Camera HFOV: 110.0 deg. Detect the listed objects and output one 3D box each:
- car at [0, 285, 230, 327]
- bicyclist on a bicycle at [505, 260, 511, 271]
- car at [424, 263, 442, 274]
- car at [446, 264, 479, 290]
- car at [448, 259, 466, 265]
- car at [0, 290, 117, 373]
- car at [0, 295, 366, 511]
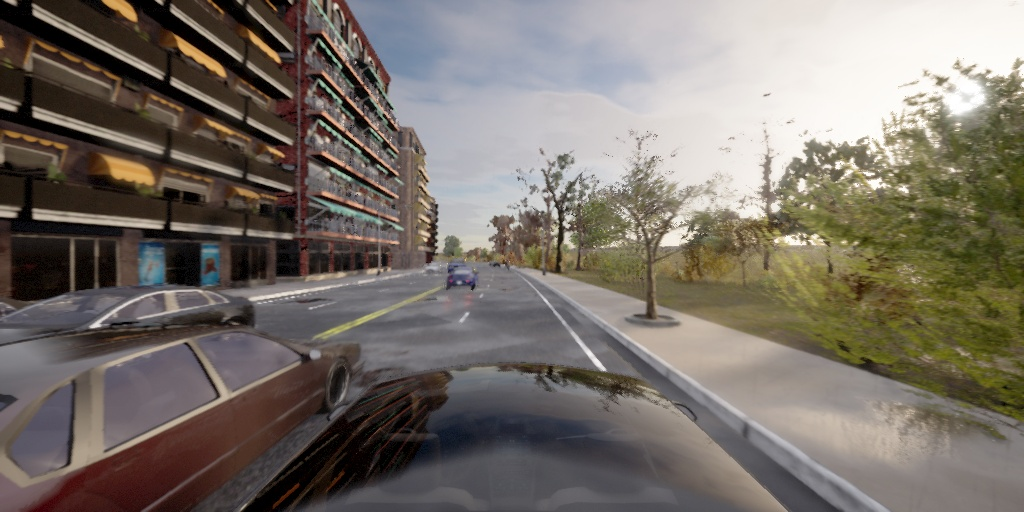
[{"bbox_3d":[-6.601,1.280,5.965,2.128,1.511,4.902,0,-1,0],"label":"car"},{"bbox_3d":[-0.475,1.670,56.410,0.866,1.612,1.509,0,-1,-3],"label":"bicyclist on a bicycle"},{"bbox_3d":[-10.792,1.703,49.287,1.812,1.442,4.674,0,-1,-3],"label":"car"},{"bbox_3d":[-3.262,1.479,24.266,1.812,1.442,4.674,0,-1,-1],"label":"car"},{"bbox_3d":[-7.551,1.399,49.607,2.150,2.045,5.566,0,0,-3],"label":"car"},{"bbox_3d":[-9.849,1.388,5.725,1.895,1.301,4.718,0,-1,0],"label":"car"},{"bbox_3d":[-3.149,1.310,3.022,2.033,1.411,5.357,0,0,0],"label":"car"}]
